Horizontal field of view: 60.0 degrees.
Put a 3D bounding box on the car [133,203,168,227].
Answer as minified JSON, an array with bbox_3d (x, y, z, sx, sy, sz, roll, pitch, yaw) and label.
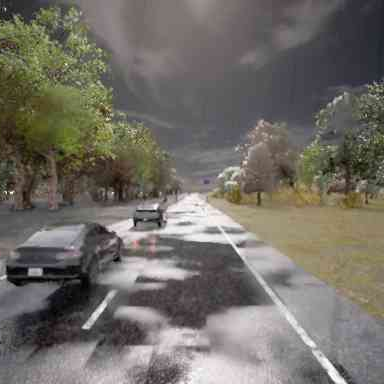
[{"bbox_3d":[-2.748,1.478,22.669,2.128,1.511,4.902,0,0,2],"label":"car"}]

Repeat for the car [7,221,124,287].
[{"bbox_3d":[-3.203,1.521,9.206,1.812,1.442,4.674,0,-1,1],"label":"car"}]
